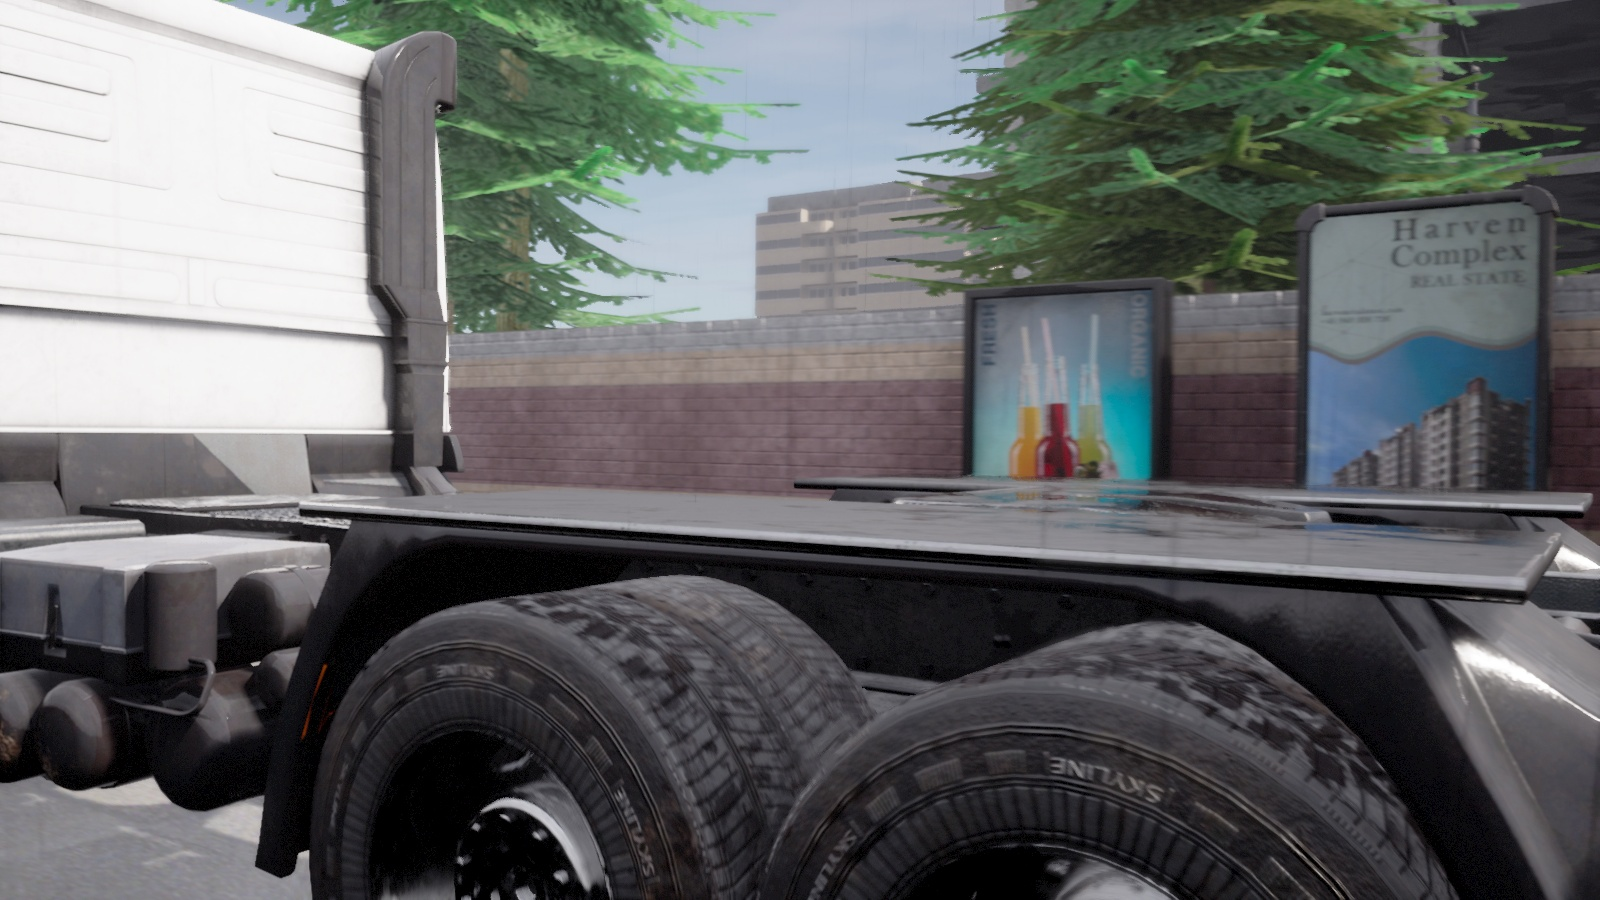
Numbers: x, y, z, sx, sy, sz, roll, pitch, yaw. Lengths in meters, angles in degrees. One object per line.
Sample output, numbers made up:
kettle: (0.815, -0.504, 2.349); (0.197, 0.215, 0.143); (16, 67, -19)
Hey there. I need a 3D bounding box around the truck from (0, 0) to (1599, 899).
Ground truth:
truck: (-1.109, -0.300, 4.341); (7.936, 3.462, 2.891); (0, 1, 34)
